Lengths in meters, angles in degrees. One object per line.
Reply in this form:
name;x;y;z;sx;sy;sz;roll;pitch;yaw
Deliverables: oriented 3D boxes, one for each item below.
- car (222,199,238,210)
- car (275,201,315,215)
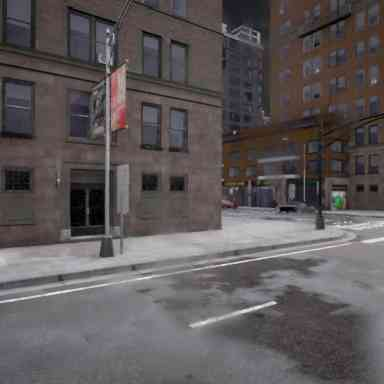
car;4.190;1.594;43.285;1.802;1.307;4.206;0;0;-35
car;10.548;1.580;34.281;1.947;1.339;4.313;0;0;-35
